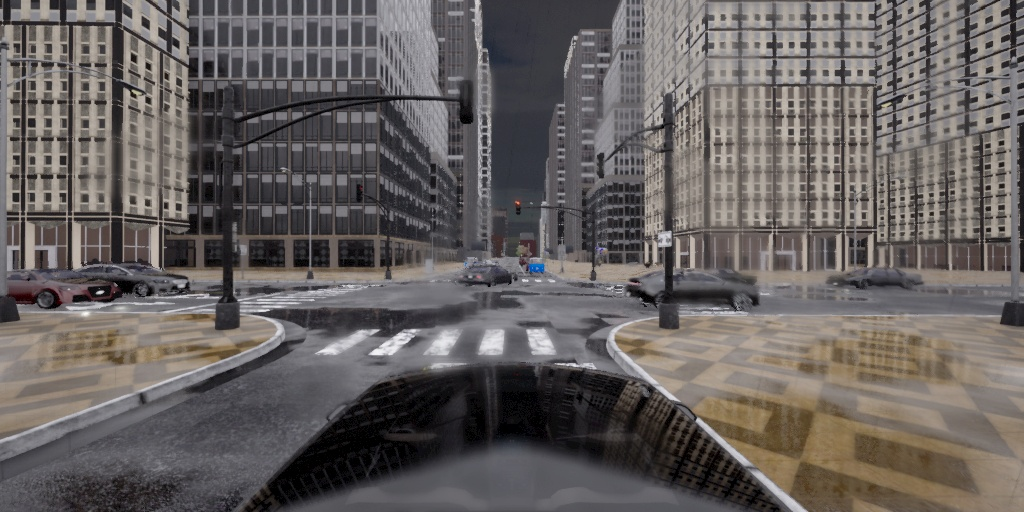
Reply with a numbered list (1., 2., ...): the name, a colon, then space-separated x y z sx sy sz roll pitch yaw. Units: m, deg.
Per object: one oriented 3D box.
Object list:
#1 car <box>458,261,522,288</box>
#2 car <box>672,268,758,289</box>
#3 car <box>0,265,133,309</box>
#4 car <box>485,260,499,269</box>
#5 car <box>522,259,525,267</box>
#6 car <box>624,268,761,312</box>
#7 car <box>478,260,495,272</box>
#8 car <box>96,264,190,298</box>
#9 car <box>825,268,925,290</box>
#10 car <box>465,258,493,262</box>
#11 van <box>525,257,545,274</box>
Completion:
1. car: -1.474 1.297 23.666 2.033 1.411 5.357 0 0 25
2. car: 13.492 1.483 23.989 4.718 1.301 1.895 0 0 -1
3. car: -17.425 1.169 13.395 4.181 1.385 1.994 0 0 -1
4. car: -3.141 1.297 57.309 2.033 1.411 5.357 0 0 0
5. car: 2.618 1.295 45.359 1.888 1.381 4.507 0 0 0
6. car: 6.897 1.282 13.900 4.902 1.511 2.128 0 0 -1
7. car: -3.192 1.275 45.829 1.812 1.442 4.674 0 0 0
8. car: -17.835 1.106 16.638 4.902 1.511 2.128 1 0 -1
9. car: 24.458 1.501 24.217 5.357 1.411 2.033 0 0 -1
10. car: -3.232 1.241 35.655 2.128 1.511 4.902 0 0 0
11. van: 2.686 1.090 39.821 1.690 1.789 3.998 0 0 0
